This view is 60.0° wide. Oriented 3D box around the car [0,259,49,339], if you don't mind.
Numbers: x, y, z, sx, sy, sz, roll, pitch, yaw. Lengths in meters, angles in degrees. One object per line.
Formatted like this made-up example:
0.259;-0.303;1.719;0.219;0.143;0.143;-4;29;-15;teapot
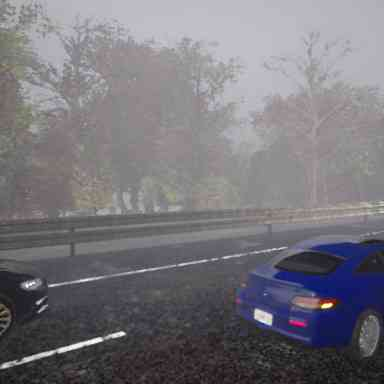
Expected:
-4.697;1.501;4.707;4.902;1.511;2.128;-1;0;-35;car

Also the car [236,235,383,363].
2.816;1.486;5.787;4.674;1.442;1.812;-1;0;-36;car
